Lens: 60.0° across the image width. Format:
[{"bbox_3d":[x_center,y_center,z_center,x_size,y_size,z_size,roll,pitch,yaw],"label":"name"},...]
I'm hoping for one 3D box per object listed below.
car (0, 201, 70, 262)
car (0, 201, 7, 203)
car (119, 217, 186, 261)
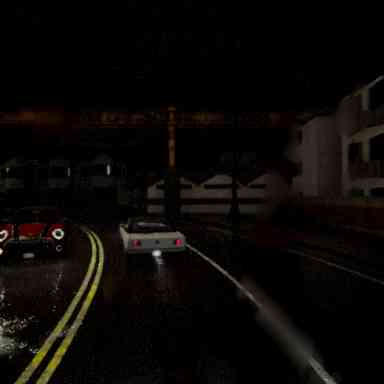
[{"bbox_3d":[-5.602,1.320,12.147,2.097,1.767,4.553,0,0,-18],"label":"car"},{"bbox_3d":[-17.249,1.535,31.257,4.674,1.442,1.812,-1,-2,44],"label":"car"},{"bbox_3d":[-1.667,1.569,12.278,1.895,1.301,4.718,0,0,-16],"label":"car"}]
